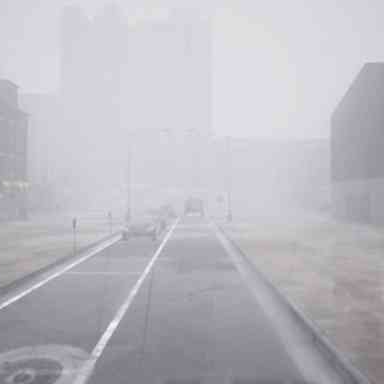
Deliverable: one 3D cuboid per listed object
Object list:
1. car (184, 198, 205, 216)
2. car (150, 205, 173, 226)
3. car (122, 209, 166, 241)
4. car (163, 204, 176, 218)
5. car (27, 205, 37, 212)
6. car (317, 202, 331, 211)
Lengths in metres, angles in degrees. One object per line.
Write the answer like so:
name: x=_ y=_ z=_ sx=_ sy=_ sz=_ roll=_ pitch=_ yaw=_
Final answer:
car: x=0.301 y=1.648 z=37.807 sx=2.150 sy=2.045 sz=5.566 roll=0 pitch=-1 yaw=3
car: x=-2.601 y=1.830 z=23.406 sx=1.947 sy=1.339 sz=4.313 roll=0 pitch=-1 yaw=0
car: x=-2.611 y=1.785 z=17.954 sx=1.802 sy=1.307 sz=4.206 roll=0 pitch=-1 yaw=0
car: x=-2.583 y=1.953 z=34.310 sx=1.947 sy=1.339 sz=4.313 roll=0 pitch=-1 yaw=0
car: x=-23.255 y=2.130 z=44.951 sx=4.181 sy=1.385 sz=1.994 roll=0 pitch=0 yaw=0
car: x=20.449 y=2.014 z=47.812 sx=4.674 sy=1.442 sz=1.812 roll=0 pitch=0 yaw=0
